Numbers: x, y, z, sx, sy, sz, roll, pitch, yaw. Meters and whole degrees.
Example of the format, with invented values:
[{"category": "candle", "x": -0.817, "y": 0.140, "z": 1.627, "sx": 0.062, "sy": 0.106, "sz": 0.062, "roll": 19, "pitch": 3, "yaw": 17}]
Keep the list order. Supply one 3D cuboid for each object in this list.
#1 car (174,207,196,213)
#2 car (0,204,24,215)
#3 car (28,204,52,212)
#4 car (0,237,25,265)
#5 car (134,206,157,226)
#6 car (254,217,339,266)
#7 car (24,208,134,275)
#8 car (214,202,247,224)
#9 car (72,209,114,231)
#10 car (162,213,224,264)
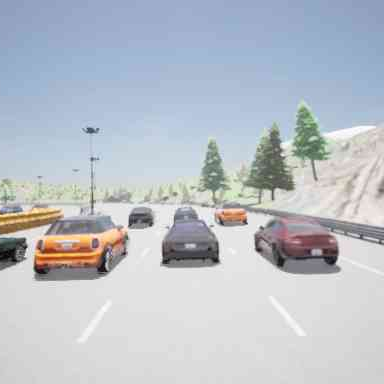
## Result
[{"category": "car", "x": -0.555, "y": 1.910, "z": 27.836, "sx": 1.994, "sy": 1.385, "sz": 4.181, "roll": -1, "pitch": -1, "yaw": -3}, {"category": "car", "x": -23.423, "y": 2.431, "z": 42.996, "sx": 2.097, "sy": 1.767, "sz": 4.553, "roll": -1, "pitch": -1, "yaw": -9}, {"category": "car", "x": -20.039, "y": 2.360, "z": 43.973, "sx": 2.097, "sy": 1.767, "sz": 4.553, "roll": -1, "pitch": -1, "yaw": -9}, {"category": "car", "x": -7.040, "y": 1.896, "z": 10.370, "sx": 1.895, "sy": 1.301, "sz": 4.718, "roll": -1, "pitch": -1, "yaw": -1}, {"category": "car", "x": -4.009, "y": 1.925, "z": 26.946, "sx": 1.837, "sy": 1.490, "sz": 4.892, "roll": -1, "pitch": 0, "yaw": -3}, {"category": "car", "x": 3.442, "y": 1.583, "z": 11.634, "sx": 1.812, "sy": 1.442, "sz": 4.674, "roll": -1, "pitch": -1, "yaw": -2}, {"category": "car", "x": -3.562, "y": 1.576, "z": 11.553, "sx": 2.097, "sy": 1.767, "sz": 4.553, "roll": -1, "pitch": -1, "yaw": -1}, {"category": "car", "x": 2.997, "y": 1.597, "z": 26.698, "sx": 2.097, "sy": 1.767, "sz": 4.553, "roll": -1, "pitch": -1, "yaw": -2}, {"category": "car", "x": -7.430, "y": 2.084, "z": 25.373, "sx": 1.895, "sy": 1.301, "sz": 4.718, "roll": -1, "pitch": -1, "yaw": -2}, {"category": "car", "x": -0.071, "y": 1.717, "z": 12.619, "sx": 1.994, "sy": 1.385, "sz": 4.181, "roll": -1, "pitch": -1, "yaw": -1}]
